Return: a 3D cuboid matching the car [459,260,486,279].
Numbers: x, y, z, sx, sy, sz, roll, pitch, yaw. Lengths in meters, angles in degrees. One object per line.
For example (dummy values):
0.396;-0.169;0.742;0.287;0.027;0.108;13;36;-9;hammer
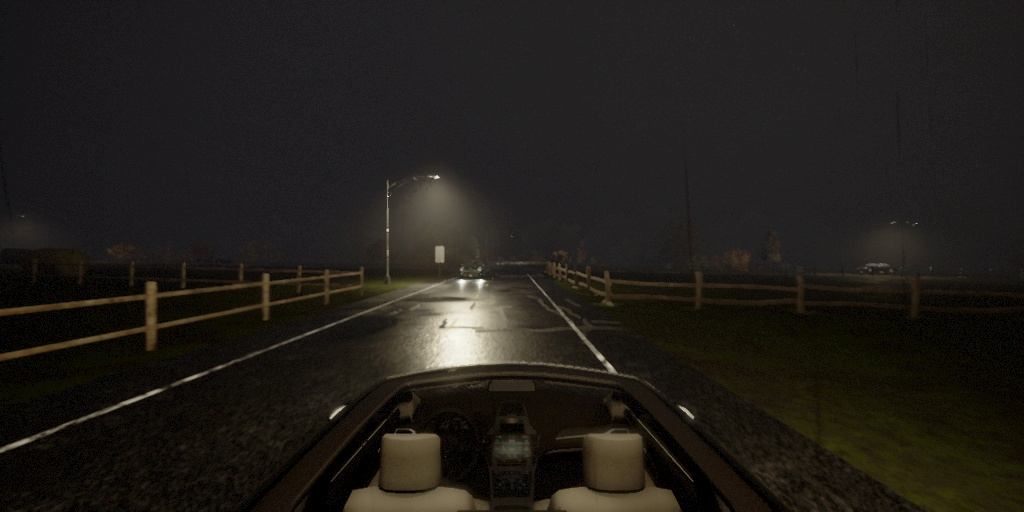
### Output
-3.571;1.127;33.240;2.097;1.767;4.553;0;0;0;car
